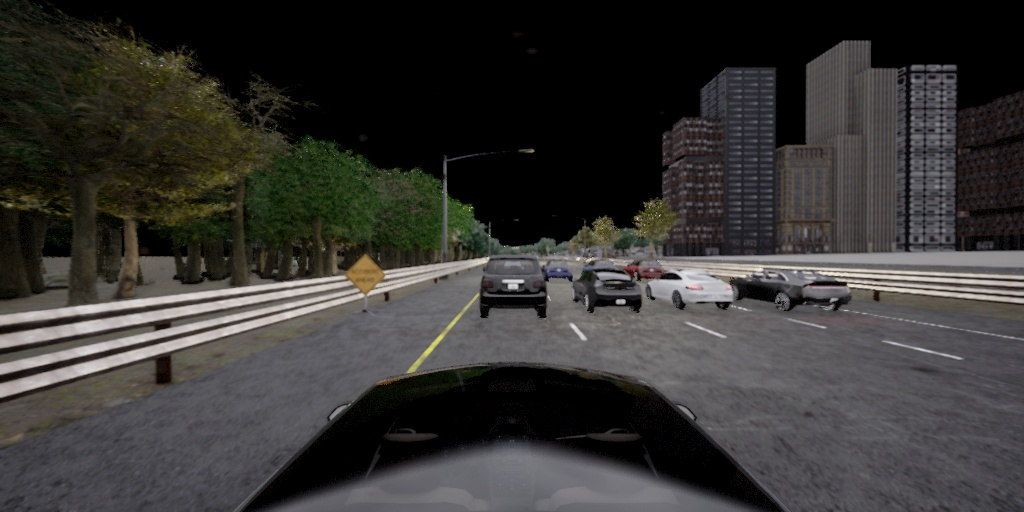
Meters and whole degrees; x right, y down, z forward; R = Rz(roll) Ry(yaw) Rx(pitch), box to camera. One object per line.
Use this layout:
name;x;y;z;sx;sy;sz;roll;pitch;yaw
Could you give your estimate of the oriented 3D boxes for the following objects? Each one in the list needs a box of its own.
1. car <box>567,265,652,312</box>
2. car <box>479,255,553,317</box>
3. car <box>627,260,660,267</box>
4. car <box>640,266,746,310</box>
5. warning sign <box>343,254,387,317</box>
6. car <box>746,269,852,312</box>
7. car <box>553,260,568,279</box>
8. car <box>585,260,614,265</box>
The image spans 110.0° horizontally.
car;3.561;1.255;14.119;1.837;1.490;4.892;0;0;0
car;0.056;0.975;13.224;2.150;2.045;5.566;0;0;0
car;10.549;1.077;29.138;2.097;1.767;4.553;0;0;0
car;7.062;1.277;14.678;1.812;1.442;4.674;0;0;1
warning sign;-4.555;0.869;11.170;1.300;1.860;1.060;0;0;0
car;10.561;1.243;14.187;2.128;1.511;4.902;0;0;0
car;3.550;1.076;29.125;2.097;1.767;4.553;0;0;0
car;7.049;1.076;29.121;2.097;1.767;4.553;0;0;0
